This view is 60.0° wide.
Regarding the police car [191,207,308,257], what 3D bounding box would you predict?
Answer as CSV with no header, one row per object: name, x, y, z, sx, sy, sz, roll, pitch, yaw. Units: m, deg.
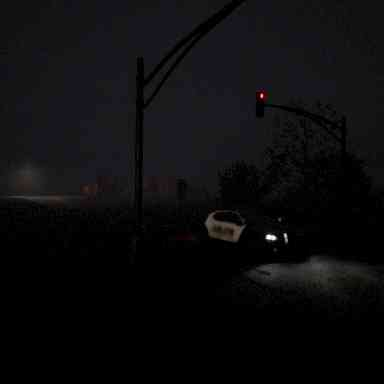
police car,2.024,1.382,12.644,2.038,1.542,4.974,1,0,-32
